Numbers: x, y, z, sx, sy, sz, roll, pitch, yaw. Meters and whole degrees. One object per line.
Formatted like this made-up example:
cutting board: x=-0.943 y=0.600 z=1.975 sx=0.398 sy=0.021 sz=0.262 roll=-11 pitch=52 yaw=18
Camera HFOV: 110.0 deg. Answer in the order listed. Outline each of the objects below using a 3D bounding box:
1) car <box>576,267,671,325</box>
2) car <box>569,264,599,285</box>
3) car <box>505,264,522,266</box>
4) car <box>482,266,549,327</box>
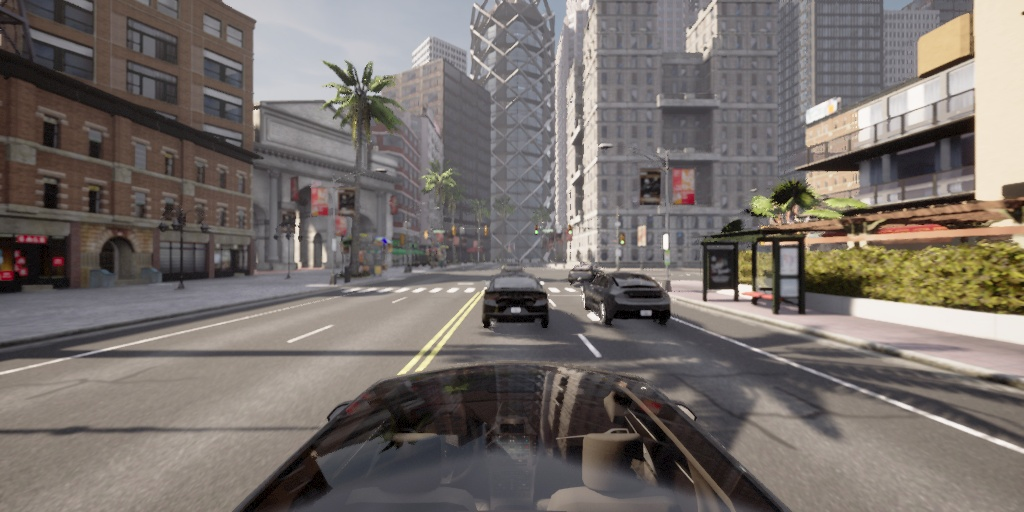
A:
car: x=3.599 y=1.294 z=12.041 sx=1.837 sy=1.490 sz=4.892 roll=0 pitch=0 yaw=0
car: x=5.582 y=1.334 z=26.296 sx=2.128 sy=1.511 sz=4.902 roll=-1 pitch=0 yaw=25
car: x=0.095 y=1.354 z=28.057 sx=1.837 sy=1.490 sz=4.892 roll=0 pitch=0 yaw=0
car: x=0.093 y=1.266 z=11.775 sx=1.882 sy=1.535 sz=5.008 roll=0 pitch=0 yaw=0
